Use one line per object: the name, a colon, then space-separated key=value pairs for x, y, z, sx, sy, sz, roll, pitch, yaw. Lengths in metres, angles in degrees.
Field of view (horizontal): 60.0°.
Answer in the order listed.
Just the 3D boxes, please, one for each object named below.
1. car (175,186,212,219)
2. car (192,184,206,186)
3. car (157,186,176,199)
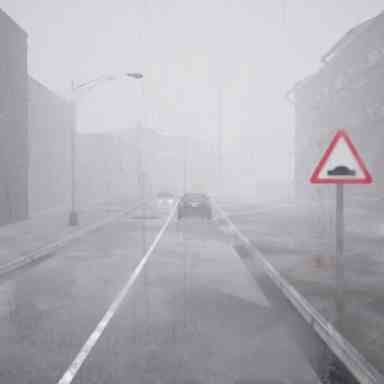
car: x=0.161 y=0.723 z=22.203 sx=2.097 sy=1.767 sz=4.553 roll=0 pitch=3 yaw=0
car: x=0.984 y=-0.282 z=41.618 sx=2.097 sy=1.767 sz=4.553 roll=0 pitch=3 yaw=9
car: x=-2.807 y=0.045 z=39.198 sx=2.033 sy=1.411 sz=5.357 roll=0 pitch=3 yaw=5
